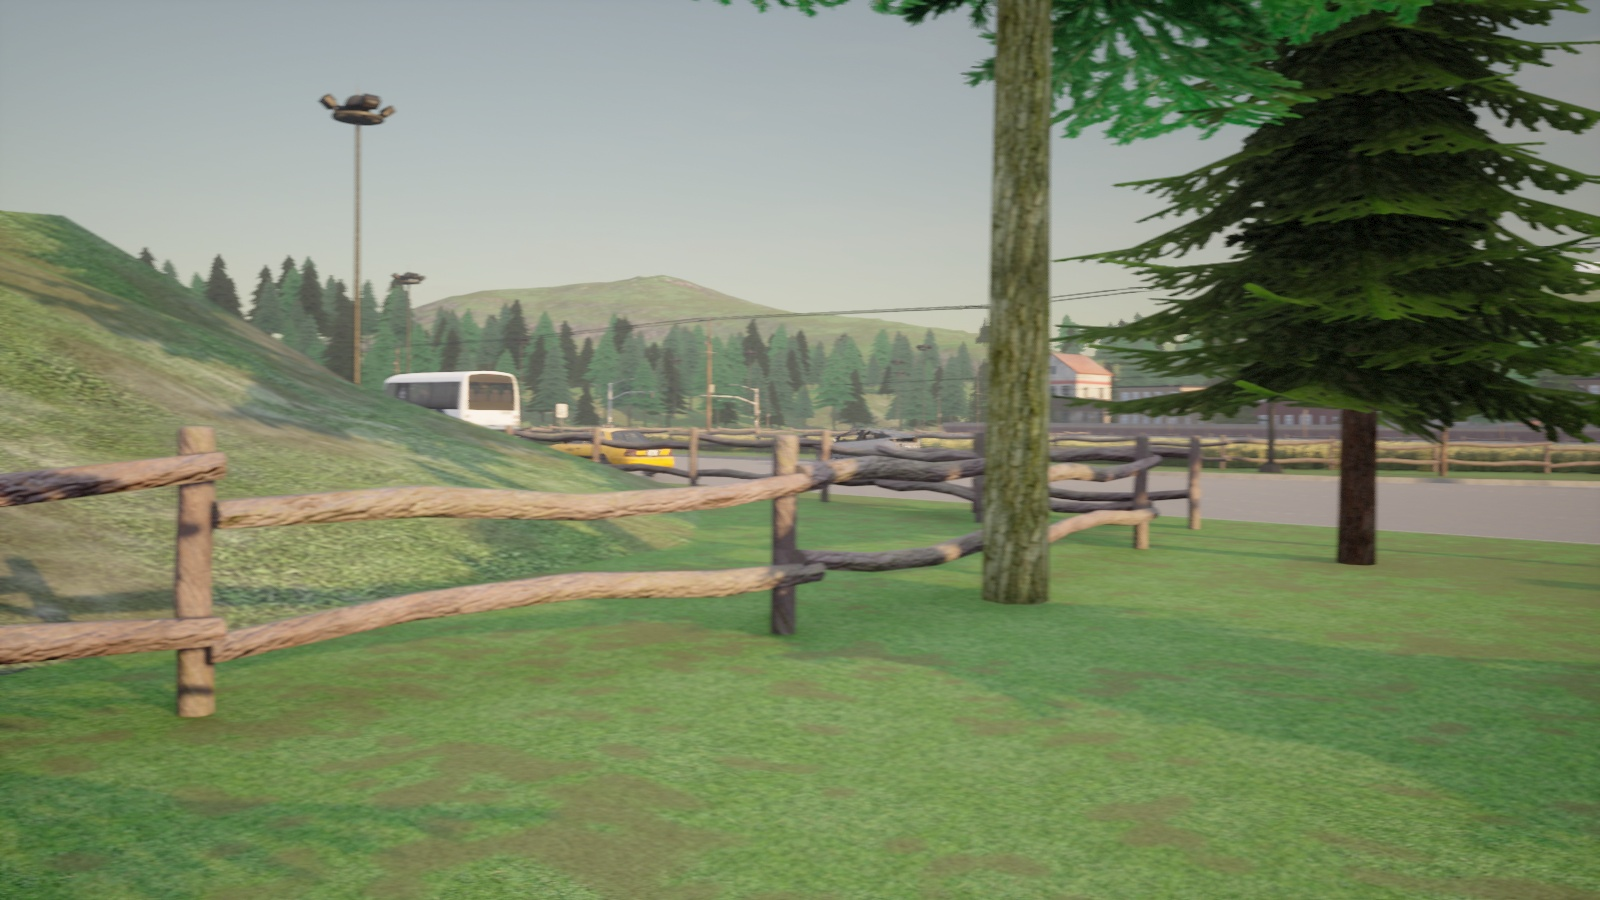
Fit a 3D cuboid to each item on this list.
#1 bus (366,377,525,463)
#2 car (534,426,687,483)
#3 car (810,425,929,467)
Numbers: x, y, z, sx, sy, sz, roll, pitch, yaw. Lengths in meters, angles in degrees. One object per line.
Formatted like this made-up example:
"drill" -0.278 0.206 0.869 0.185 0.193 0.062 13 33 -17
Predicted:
"bus" -19.217 -1.601 67.521 3.944 4.253 10.273 -2 2 -43
"car" -5.777 0.114 37.713 1.801 1.575 5.366 -2 1 -43
"car" 2.685 -0.169 49.167 2.007 1.525 4.514 -2 1 -43
